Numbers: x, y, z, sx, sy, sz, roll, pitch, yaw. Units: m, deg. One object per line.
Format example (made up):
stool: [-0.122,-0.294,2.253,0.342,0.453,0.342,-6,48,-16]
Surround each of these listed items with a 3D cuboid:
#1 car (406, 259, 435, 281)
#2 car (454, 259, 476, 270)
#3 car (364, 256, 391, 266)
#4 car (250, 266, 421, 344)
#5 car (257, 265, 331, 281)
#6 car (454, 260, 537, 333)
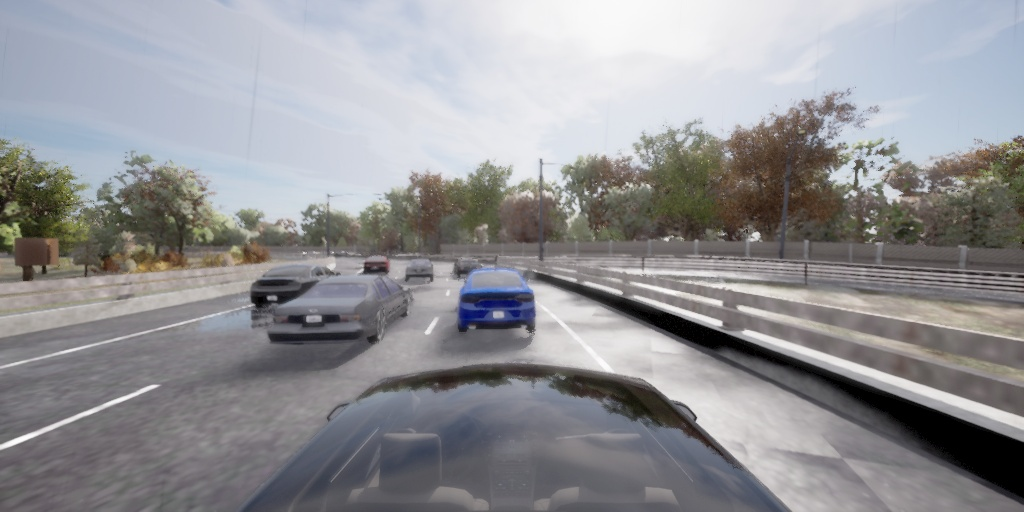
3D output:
car: [-6.308,0.901,24.716,2.033,1.411,5.357,0,1,-12]
car: [-3.574,0.880,28.414,1.895,1.301,4.718,0,1,-13]
car: [-11.394,0.743,30.396,1.882,1.535,5.008,0,1,-16]
car: [-3.900,1.174,9.185,2.033,1.411,5.357,0,1,-5]
car: [-7.935,1.059,13.803,1.837,1.490,4.892,0,1,-7]
car: [-0.508,1.075,10.288,1.882,1.535,5.008,0,1,-5]
